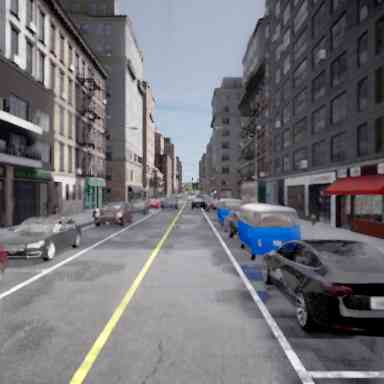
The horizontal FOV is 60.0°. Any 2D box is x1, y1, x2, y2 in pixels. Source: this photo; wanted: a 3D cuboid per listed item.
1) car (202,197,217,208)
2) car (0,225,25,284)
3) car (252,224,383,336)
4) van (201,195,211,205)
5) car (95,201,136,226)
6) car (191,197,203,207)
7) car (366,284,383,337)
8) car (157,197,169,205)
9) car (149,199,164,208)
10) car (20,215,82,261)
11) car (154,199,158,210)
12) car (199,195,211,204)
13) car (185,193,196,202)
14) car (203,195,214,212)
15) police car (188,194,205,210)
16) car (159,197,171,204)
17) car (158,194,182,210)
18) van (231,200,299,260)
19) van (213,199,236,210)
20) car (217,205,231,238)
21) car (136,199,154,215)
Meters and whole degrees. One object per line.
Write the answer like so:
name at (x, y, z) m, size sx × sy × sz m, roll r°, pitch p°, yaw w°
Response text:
car at (2.633, 1.544, 50.763) m, size 1.967 × 1.590 × 4.097 m, roll 0°, pitch 0°, yaw 0°
car at (-5.387, 1.592, 6.674) m, size 1.802 × 1.307 × 4.206 m, roll 0°, pitch 0°, yaw 0°
car at (2.637, 1.576, 6.676) m, size 1.947 × 1.339 × 4.313 m, roll 0°, pitch 0°, yaw 0°
van at (2.632, 1.469, 61.784) m, size 1.690 × 1.788 × 3.998 m, roll 0°, pitch 0°, yaw 0°
car at (-5.390, 1.481, 23.207) m, size 1.967 × 1.590 × 4.097 m, roll 0°, pitch 0°, yaw 0°
car at (0.821, 1.568, 54.301) m, size 1.801 × 1.575 × 5.366 m, roll 0°, pitch 0°, yaw 0°
car at (2.638, 1.584, 1.165) m, size 1.802 × 1.307 × 4.206 m, roll 0°, pitch 0°, yaw 0°
car at (-5.393, 1.673, 61.784) m, size 1.887 × 1.381 × 4.507 m, roll 0°, pitch 0°, yaw 0°
car at (-5.392, 1.686, 50.761) m, size 1.802 × 1.307 × 4.206 m, roll 0°, pitch 0°, yaw 0°
car at (-5.388, 1.570, 12.185) m, size 2.008 × 1.369 × 4.403 m, roll 0°, pitch 0°, yaw 0°
car at (-5.391, 1.636, 45.250) m, size 1.887 × 1.381 × 4.507 m, roll 0°, pitch 0°, yaw 0°
car at (2.632, 1.455, 67.296) m, size 2.192 × 1.841 × 5.009 m, roll 0°, pitch 0°, yaw 0°
car at (-0.006, 1.203, 78.201) m, size 2.150 × 2.045 × 5.566 m, roll 0°, pitch 0°, yaw 0°
car at (2.634, 1.519, 39.740) m, size 1.967 × 1.590 × 4.097 m, roll 0°, pitch 0°, yaw 0°
police car at (0.822, 1.515, 44.220) m, size 1.930 × 1.638 × 5.238 m, roll 0°, pitch 0°, yaw 0°
car at (-5.393, 1.706, 67.294) m, size 1.947 × 1.339 × 4.313 m, roll 0°, pitch 0°, yaw 0°
car at (-2.840, 1.438, 43.621) m, size 2.097 × 1.767 × 4.553 m, roll 0°, pitch 0°, yaw 0°
van at (2.637, 1.360, 12.186) m, size 1.690 × 1.788 × 3.998 m, roll 0°, pitch 0°, yaw 0°
van at (2.635, 1.382, 23.208) m, size 1.690 × 1.788 × 3.998 m, roll 0°, pitch 0°, yaw 0°
car at (2.636, 1.580, 17.697) m, size 2.008 × 1.369 × 4.403 m, roll 0°, pitch 0°, yaw 0°
car at (-5.391, 1.617, 34.228) m, size 2.008 × 1.369 × 4.403 m, roll 0°, pitch 0°, yaw 0°
